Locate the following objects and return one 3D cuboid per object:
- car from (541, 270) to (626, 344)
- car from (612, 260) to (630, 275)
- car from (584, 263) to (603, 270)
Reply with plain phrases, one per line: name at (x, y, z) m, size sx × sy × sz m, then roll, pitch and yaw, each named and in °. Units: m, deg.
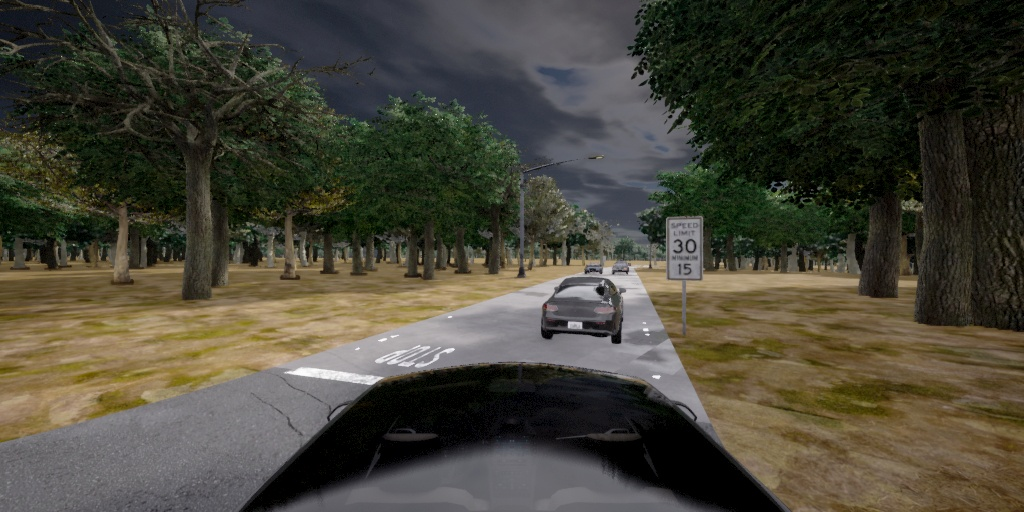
car at (2.029, 1.278, 9.657) m, size 1.812 × 1.442 × 4.674 m, roll 0°, pitch 0°, yaw 18°
car at (13.001, 1.482, 42.990) m, size 2.033 × 1.411 × 5.357 m, roll 0°, pitch -1°, yaw 18°
car at (10.108, 1.500, 44.058) m, size 1.994 × 1.385 × 4.181 m, roll 0°, pitch -1°, yaw 18°
